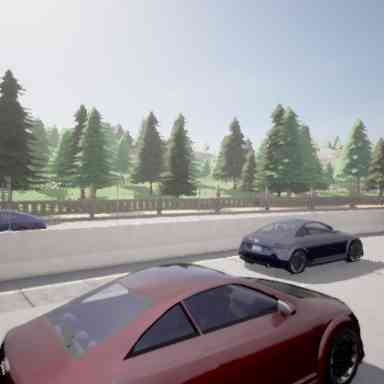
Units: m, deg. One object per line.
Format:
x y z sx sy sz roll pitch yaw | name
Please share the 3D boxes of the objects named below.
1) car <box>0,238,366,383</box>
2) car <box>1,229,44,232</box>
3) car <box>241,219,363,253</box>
0.134 1.556 3.840 4.181 1.385 1.994 0 0 -35 | car
-9.012 1.521 14.733 4.674 1.442 1.812 0 0 -35 | car
3.476 1.532 10.413 4.181 1.385 1.994 0 0 -34 | car
